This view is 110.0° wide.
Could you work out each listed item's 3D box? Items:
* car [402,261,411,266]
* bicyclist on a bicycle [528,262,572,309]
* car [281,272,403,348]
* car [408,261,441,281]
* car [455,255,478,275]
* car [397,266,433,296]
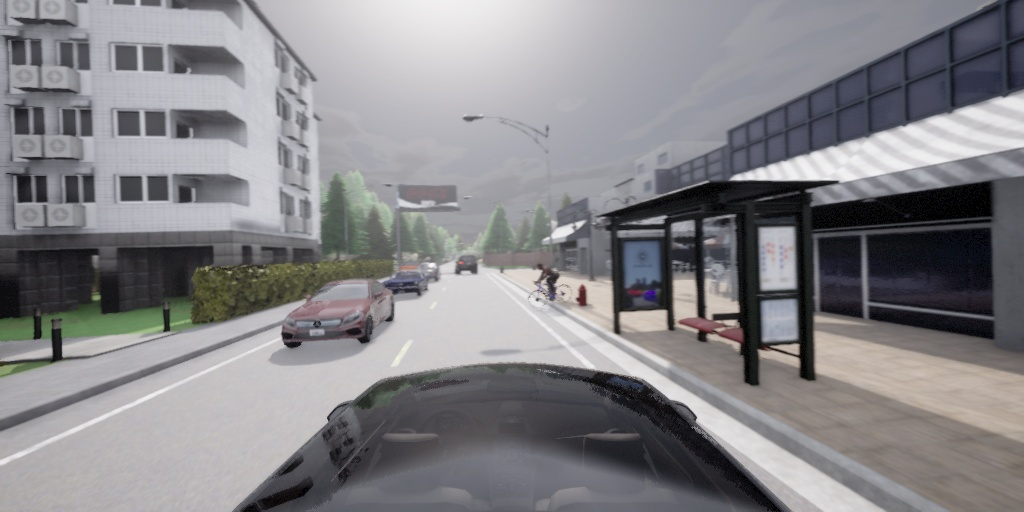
[{"bbox_3d":[-12.082,1.443,45.833,4.553,1.767,2.097,-2,0,-19],"label":"car"},{"bbox_3d":[1.296,1.015,12.945,1.656,1.620,0.582,-11,1,-7],"label":"bicyclist on a bicycle"},{"bbox_3d":[-4.506,1.386,10.022,1.812,1.442,4.674,-2,0,-8],"label":"car"},{"bbox_3d":[-7.061,1.332,30.359,2.128,1.511,4.902,-2,0,-7],"label":"car"},{"bbox_3d":[-5.177,1.025,40.516,2.150,2.045,5.566,-2,-3,-13],"label":"car"},{"bbox_3d":[-5.768,1.452,19.966,1.895,1.301,4.718,-2,0,-7],"label":"car"}]
